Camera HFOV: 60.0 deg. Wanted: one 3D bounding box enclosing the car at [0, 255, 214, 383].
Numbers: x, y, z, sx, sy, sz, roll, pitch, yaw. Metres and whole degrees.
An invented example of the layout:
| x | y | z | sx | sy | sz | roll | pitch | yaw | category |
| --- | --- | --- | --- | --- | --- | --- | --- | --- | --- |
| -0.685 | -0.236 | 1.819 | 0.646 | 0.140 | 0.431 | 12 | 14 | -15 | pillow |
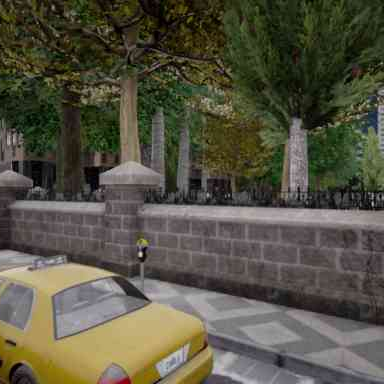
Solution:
| x | y | z | sx | sy | sz | roll | pitch | yaw | category |
| --- | --- | --- | --- | --- | --- | --- | --- | --- | --- |
| -2.052 | 1.525 | 4.419 | 4.829 | 1.417 | 1.752 | 0 | 0 | 35 | car |
